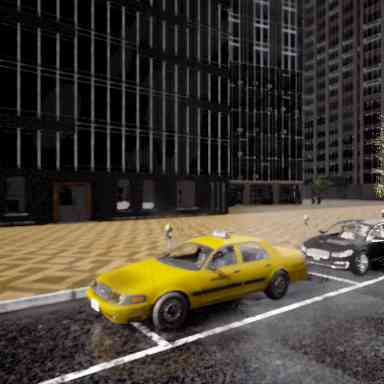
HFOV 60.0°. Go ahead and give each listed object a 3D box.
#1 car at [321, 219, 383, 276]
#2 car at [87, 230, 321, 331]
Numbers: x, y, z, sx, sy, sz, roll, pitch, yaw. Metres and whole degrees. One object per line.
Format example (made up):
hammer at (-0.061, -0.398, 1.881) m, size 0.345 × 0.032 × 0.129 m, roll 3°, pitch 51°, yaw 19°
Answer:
car at (5.140, 1.535, 10.218) m, size 4.403 × 1.369 × 2.008 m, roll 0°, pitch 0°, yaw -35°
car at (0.386, 1.519, 6.831) m, size 4.829 × 1.417 × 1.752 m, roll 0°, pitch 0°, yaw -35°
